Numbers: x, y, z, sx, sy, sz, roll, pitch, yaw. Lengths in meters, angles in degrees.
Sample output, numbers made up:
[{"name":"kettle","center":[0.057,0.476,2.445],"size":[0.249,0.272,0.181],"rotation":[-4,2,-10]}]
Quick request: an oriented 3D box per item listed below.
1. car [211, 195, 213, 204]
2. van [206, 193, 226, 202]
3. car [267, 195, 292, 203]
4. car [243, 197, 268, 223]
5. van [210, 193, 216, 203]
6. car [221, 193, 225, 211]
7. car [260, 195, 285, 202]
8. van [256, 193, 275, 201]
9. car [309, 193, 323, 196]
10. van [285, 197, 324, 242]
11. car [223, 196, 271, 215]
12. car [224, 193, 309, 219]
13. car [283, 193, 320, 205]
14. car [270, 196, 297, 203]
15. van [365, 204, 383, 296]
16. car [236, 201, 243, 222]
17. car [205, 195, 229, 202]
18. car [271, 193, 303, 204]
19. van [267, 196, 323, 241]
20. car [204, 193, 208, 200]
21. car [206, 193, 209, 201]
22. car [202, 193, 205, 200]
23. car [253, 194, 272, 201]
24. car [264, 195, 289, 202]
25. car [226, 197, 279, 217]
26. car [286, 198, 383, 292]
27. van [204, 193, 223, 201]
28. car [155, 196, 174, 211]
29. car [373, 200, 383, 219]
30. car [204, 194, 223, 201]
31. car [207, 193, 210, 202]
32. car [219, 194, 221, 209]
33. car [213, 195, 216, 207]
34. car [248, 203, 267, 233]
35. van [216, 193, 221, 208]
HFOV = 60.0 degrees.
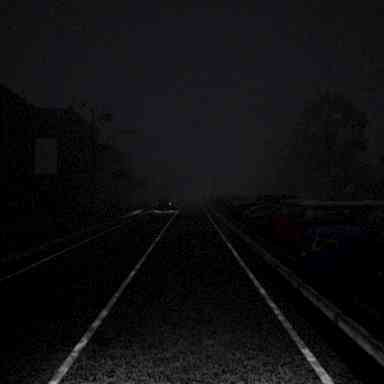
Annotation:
[{"name":"car","center":[5.499,1.486,47.878],"size":[4.792,1.488,2.163],"rotation":[0,0,0]},{"name":"van","center":[5.542,1.232,75.908],"size":[4.442,1.987,1.878],"rotation":[0,0,0]},{"name":"car","center":[18.495,1.480,70.482],"size":[4.792,1.488,2.163],"rotation":[0,0,0]},{"name":"car","center":[5.663,1.375,19.845],"size":[4.553,1.767,2.185],"rotation":[0,0,0]},{"name":"van","center":[5.401,1.227,50.680],"size":[4.442,1.987,1.878],"rotation":[0,0,0]},{"name":"car","center":[5.572,1.236,28.254],"size":[5.566,2.045,2.435],"rotation":[0,0,0]},{"name":"car","center":[18.319,1.456,76.053],"size":[5.366,1.575,1.946],"rotation":[0,0,0]},{"name":"van","center":[18.594,1.247,84.412],"size":[4.442,1.987,1.878],"rotation":[0,0,0]},{"name":"car","center":[18.557,1.198,53.897],"size":[5.566,2.045,2.435],"rotation":[0,0,0]},{"name":"van","center":[5.779,1.287,11.435],"size":[4.442,1.987,1.878],"rotation":[0,0,0]},{"name":"car","center":[5.548,1.353,33.861],"size":[4.553,1.767,2.185],"rotation":[0,0,0]},{"name":"car","center":[5.582,1.240,25.451],"size":[5.566,2.045,2.435],"rotation":[0,0,0]},{"name":"car","center":[18.547,1.194,56.559],"size":[5.566,2.045,2.435],"rotation":[0,0,0]},{"name":"car","center":[18.564,1.475,67.698],"size":[4.792,1.488,2.163],"rotation":[0,0,0]},{"name":"van","center":[5.800,1.296,5.831],"size":[4.442,1.987,1.878],"rotation":[0,0,0]},{"name":"car","center":[5.618,1.536,22.648],"size":[4.674,1.452,2.002],"rotation":[0,0,0]},{"name":"car","center":[5.430,1.453,73.104],"size":[5.008,1.535,2.097],"rotation":[0,0,0]},{"name":"car","center":[18.517,1.191,64.915],"size":[5.566,2.045,2.435],"rotation":[0,0,0]},{"name":"van","center":[5.769,1.283,14.239],"size":[4.442,1.987,1.878],"rotation":[0,0,0]},{"name":"car","center":[5.451,1.445,67.493],"size":[4.892,1.521,2.231],"rotation":[0,0,0]},{"name":"car","center":[5.482,1.441,59.088],"size":[5.008,1.535,2.097],"rotation":[0,0,0]},{"name":"car","center":[5.474,1.197,70.301],"size":[5.566,2.045,2.435],"rotation":[0,0,0]},{"name":"car","center":[18.440,1.355,87.192],"size":[4.553,1.767,2.185],"rotation":[0,0,0]},{"name":"car","center":[18.509,1.454,73.268],"size":[5.008,1.535,2.097],"rotation":[0,0,0]},{"name":"car","center":[5.559,1.357,31.058],"size":[4.553,1.767,2.185],"rotation":[0,0,0]},{"name":"car","center":[5.645,1.266,8.631],"size":[5.566,2.045,2.435],"rotation":[0,0,0]},{"name":"van","center":[5.291,1.242,81.514],"size":[4.442,1.987,1.878],"rotation":[0,0,0]},{"name":"car","center":[-3.347,1.344,41.440],"size":[2.097,1.767,4.553],"rotation":[0,0,0]},{"name":"car","center":[18.684,1.489,28.675],"size":[4.892,1.521,2.231],"rotation":[0,0,0]},{"name":"car","center":[5.367,1.347,84.319],"size":[4.553,1.767,2.185],"rotation":[0,0,0]},{"name":"car","center":[5.683,1.441,56.288],"size":[5.366,1.575,1.946],"rotation":[0,0,0]},{"name":"car","center":[5.601,1.349,36.665],"size":[4.553,1.767,2.185],"rotation":[0,0,0]},{"name":"car","center":[5.544,1.465,42.271],"size":[5.008,1.535,2.097],"rotation":[0,0,0]},{"name":"car","center":[5.635,1.506,17.042],"size":[4.892,1.521,2.231],"rotation":[0,0,0]},{"name":"van","center":[5.442,1.244,39.467],"size":[4.442,1.987,1.878],"rotation":[0,0,0]}]
